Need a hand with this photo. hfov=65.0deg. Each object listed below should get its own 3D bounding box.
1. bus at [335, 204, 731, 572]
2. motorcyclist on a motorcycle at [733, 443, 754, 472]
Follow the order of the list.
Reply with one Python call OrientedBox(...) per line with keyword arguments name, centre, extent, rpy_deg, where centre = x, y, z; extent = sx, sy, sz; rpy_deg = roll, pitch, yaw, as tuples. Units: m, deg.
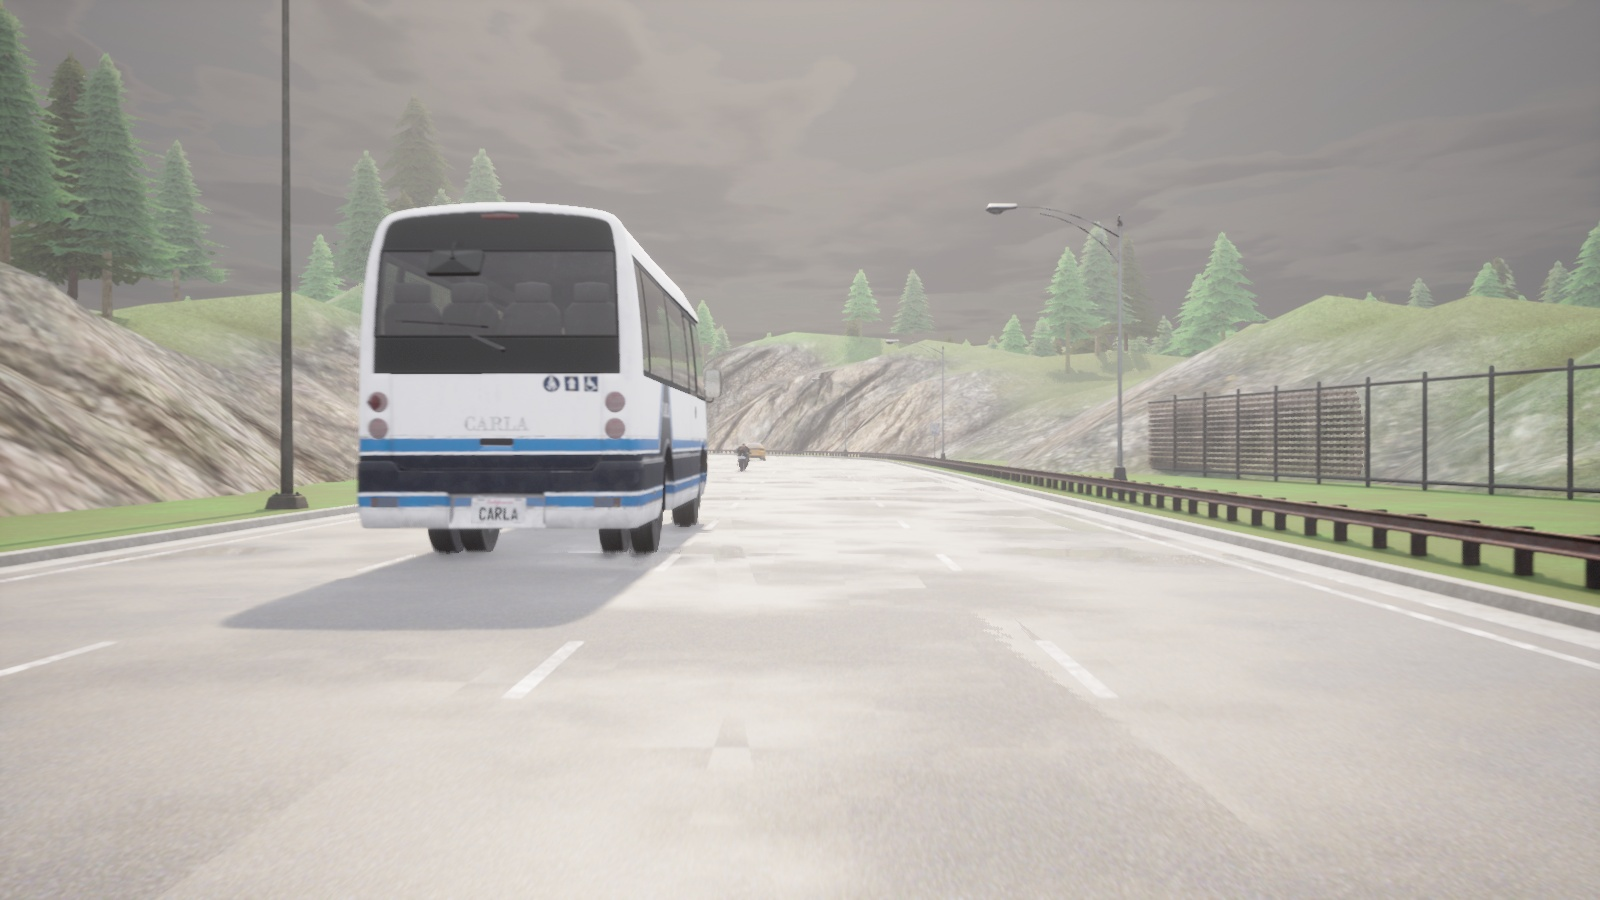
OrientedBox(name="bus", centre=(-3.372, -0.744, 19.657), extent=(3.944, 4.253, 10.273), rpy_deg=(0, 0, 0))
OrientedBox(name="motorcyclist on a motorcycle", centre=(-2.999, 0.400, 67.175), extent=(0.866, 1.530, 2.191), rpy_deg=(1, 0, 4))
